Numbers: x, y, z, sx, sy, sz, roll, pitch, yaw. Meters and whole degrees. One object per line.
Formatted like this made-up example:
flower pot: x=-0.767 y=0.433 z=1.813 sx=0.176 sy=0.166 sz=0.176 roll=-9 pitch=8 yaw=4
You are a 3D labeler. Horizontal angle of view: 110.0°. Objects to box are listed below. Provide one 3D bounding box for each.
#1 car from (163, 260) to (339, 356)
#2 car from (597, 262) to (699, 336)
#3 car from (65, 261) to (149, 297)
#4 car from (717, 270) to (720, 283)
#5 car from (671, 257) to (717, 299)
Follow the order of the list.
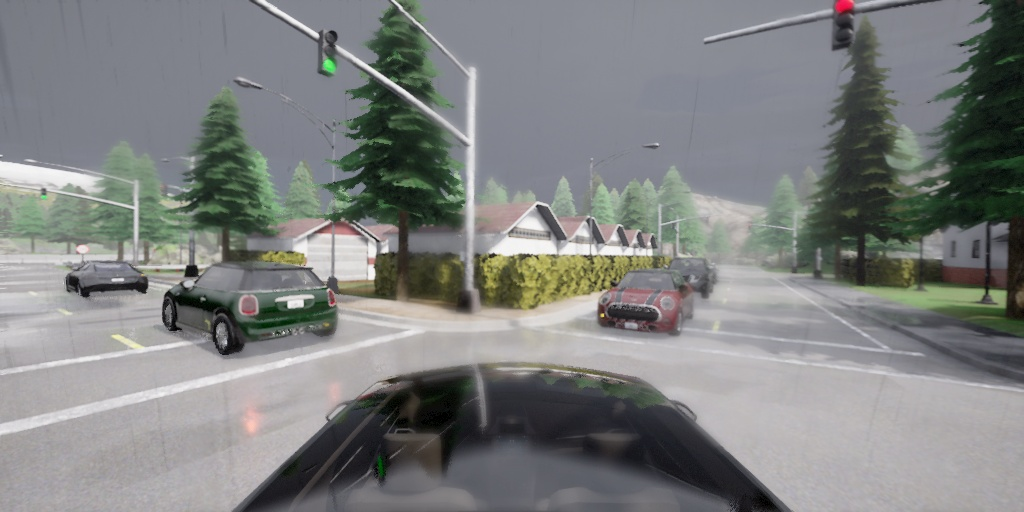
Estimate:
car: x=-6.137 y=0.916 z=8.345 sx=4.553 sy=1.767 sz=2.097 roll=2 pitch=1 yaw=33
car: x=4.255 y=1.196 z=11.050 sx=2.097 sy=1.767 sz=4.553 roll=1 pitch=0 yaw=32
car: x=-17.792 y=0.920 z=15.736 sx=4.181 sy=1.385 sz=1.994 roll=1 pitch=0 yaw=33
car: x=15.215 y=1.400 z=28.337 sx=1.837 sy=1.490 sz=4.892 roll=1 pitch=0 yaw=32
car: x=9.740 y=1.091 z=19.696 sx=2.150 sy=2.045 sz=5.566 roll=1 pitch=0 yaw=32
